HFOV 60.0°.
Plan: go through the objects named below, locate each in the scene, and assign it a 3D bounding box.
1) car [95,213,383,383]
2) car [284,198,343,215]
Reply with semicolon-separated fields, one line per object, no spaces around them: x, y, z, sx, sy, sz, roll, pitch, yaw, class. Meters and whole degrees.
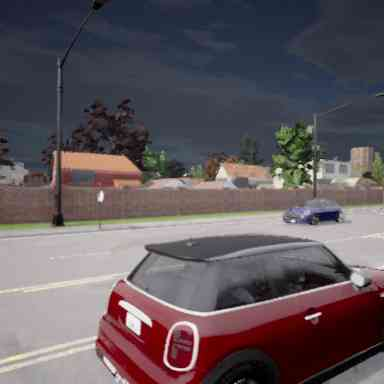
1.143;1.362;4.601;4.553;1.767;2.097;0;0;-35;car
8.351;1.296;22.835;4.553;1.767;2.097;-1;0;-35;car
